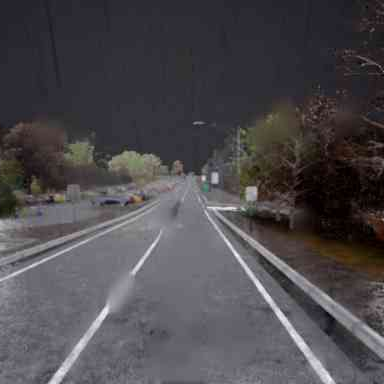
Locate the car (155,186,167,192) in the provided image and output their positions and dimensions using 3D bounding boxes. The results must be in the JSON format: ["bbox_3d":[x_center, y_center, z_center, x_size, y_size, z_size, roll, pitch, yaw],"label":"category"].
[{"bbox_3d":[-9.850,-0.088,89.042,4.674,1.452,2.002,0,3,0],"label":"car"}]

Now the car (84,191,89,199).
[{"bbox_3d":[-23.091,0.802,63.880,5.008,1.535,2.097,0,1,0],"label":"car"}]

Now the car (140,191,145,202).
[{"bbox_3d":[-10.102,1.005,50.034,5.008,1.535,2.097,0,1,0],"label":"car"}]

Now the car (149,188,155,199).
[{"bbox_3d":[-9.985,0.678,63.973,4.553,1.767,2.185,0,1,0],"label":"car"}]

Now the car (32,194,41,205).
[{"bbox_3d":[-23.227,1.053,44.360,4.674,1.452,2.002,0,0,0],"label":"car"}]

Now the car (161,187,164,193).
[{"bbox_3d":[-9.901,0.258,80.687,5.008,1.535,2.097,0,2,0],"label":"car"}]

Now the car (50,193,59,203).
[{"bbox_3d":[-23.216,1.030,50.058,4.792,1.488,2.163,0,0,0],"label":"car"}]

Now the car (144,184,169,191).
[{"bbox_3d":[-9.862,-0.520,91.807,5.566,2.045,2.435,0,3,0],"label":"car"}]

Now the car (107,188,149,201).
[{"bbox_3d":[-10.117,0.734,52.825,5.566,2.045,2.435,0,1,0],"label":"car"}]

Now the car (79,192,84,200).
[{"bbox_3d":[-23.110,0.862,61.091,5.008,1.535,2.097,0,1,0],"label":"car"}]

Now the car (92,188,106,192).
[{"bbox_3d":[-22.839,0.472,75.027,5.366,1.575,1.946,0,2,0],"label":"car"}]

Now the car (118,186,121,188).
[{"bbox_3d":[-23.099,-0.275,91.866,5.366,1.575,1.946,0,3,0],"label":"car"}]

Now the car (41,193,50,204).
[{"bbox_3d":[-23.208,1.051,47.145,4.674,1.452,2.002,0,0,0],"label":"car"}]

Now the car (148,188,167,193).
[{"bbox_3d":[-9.811,-0.410,94.599,5.008,1.535,2.097,0,3,0],"label":"car"}]

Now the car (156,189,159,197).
[{"bbox_3d":[-10.009,0.686,69.551,4.792,1.488,2.163,0,2,0],"label":"car"}]

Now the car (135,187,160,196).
[{"bbox_3d":[-9.992,0.445,72.332,4.553,1.767,2.185,0,2,0],"label":"car"}]

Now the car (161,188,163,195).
[{"bbox_3d":[-9.928,0.410,77.902,4.674,1.452,2.002,0,2,0],"label":"car"}]

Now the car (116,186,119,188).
[{"bbox_3d":[-22.928,-0.125,88.960,5.008,1.535,2.097,0,3,0],"label":"car"}]

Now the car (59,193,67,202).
[{"bbox_3d":[-23.354,0.978,52.850,5.366,1.575,1.946,0,1,0],"label":"car"}]

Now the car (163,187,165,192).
[{"bbox_3d":[-9.883,0.137,83.474,5.008,1.535,2.097,0,3,0],"label":"car"}]

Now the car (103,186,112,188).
[{"bbox_3d":[-23.016,0.008,80.592,5.566,2.045,2.435,0,2,0],"label":"car"}]

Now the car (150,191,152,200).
[{"bbox_3d":[-10.023,0.947,58.396,4.792,1.488,2.163,0,1,0],"label":"car"}]

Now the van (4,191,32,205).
[{"bbox_3d":[-23.115,0.792,41.686,4.442,1.987,1.878,1,0,0],"label":"van"}]

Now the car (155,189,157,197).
[{"bbox_3d":[-9.969,0.764,66.764,4.792,1.488,2.163,0,2,0],"label":"car"}]

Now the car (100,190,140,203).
[{"bbox_3d":[-10.156,0.890,47.254,4.553,1.767,2.185,0,0,0],"label":"car"}]

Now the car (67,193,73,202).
[{"bbox_3d":[-23.336,0.949,55.646,5.366,1.575,1.946,0,1,0],"label":"car"}]

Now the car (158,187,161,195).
[{"bbox_3d":[-9.974,0.349,75.110,4.553,1.767,2.185,0,2,0],"label":"car"}]

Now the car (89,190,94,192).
[{"bbox_3d":[-23.072,0.731,66.797,4.892,1.521,2.231,0,1,0],"label":"car"}]

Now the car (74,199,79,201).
[{"bbox_3d":[-23.104,0.944,58.300,4.792,1.488,2.163,0,1,0],"label":"car"}]

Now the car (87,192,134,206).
[{"bbox_3d":[-10.132,1.051,41.684,4.792,1.488,2.163,0,0,0],"label":"car"}]

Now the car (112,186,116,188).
[{"bbox_3d":[-22.982,-0.114,86.172,4.553,1.767,2.185,0,3,0],"label":"car"}]

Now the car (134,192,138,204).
[{"bbox_3d":[-10.172,1.048,44.469,4.792,1.488,2.163,0,0,0],"label":"car"}]
